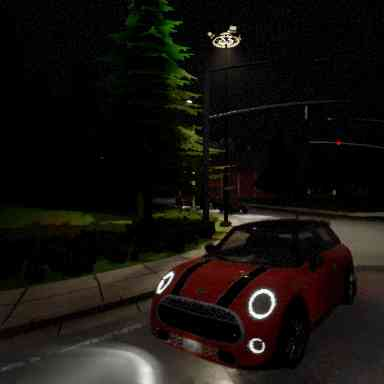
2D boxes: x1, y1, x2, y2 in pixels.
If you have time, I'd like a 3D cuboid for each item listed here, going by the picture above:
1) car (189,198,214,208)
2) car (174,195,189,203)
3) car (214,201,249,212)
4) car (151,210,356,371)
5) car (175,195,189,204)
[{"bbox_3d":[1.674,1.221,45.322,2.150,2.045,5.566,0,0,-16],"label":"car"},{"bbox_3d":[-2.276,1.500,70.999,2.128,1.511,4.902,0,0,-17],"label":"car"},{"bbox_3d":[4.354,1.601,35.633,1.895,1.301,4.718,0,0,-15],"label":"car"},{"bbox_3d":[1.381,1.352,5.982,2.097,1.767,4.553,0,0,38],"label":"car"},{"bbox_3d":[-1.202,1.352,55.210,2.097,1.767,4.553,0,0,-17],"label":"car"}]
